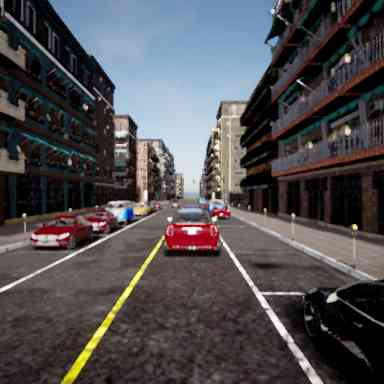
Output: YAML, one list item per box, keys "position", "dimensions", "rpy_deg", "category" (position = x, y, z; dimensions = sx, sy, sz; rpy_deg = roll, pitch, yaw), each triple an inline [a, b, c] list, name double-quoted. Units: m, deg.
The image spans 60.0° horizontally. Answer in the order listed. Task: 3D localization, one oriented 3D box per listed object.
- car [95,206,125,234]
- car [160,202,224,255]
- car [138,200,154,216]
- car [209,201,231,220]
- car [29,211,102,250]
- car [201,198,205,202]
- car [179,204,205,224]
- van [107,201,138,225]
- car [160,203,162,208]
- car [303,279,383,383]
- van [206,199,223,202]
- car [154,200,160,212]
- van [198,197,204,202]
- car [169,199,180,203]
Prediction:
- position: [-5.695, 1.787, 20.718]
  dimensions: [1.802, 1.307, 4.206]
  rpy_deg: [0, -1, 0]
  category: "car"
- position: [0.003, 1.487, 14.079]
  dimensions: [2.097, 1.767, 4.553]
  rpy_deg: [0, -1, 0]
  category: "car"
- position: [-5.695, 1.911, 37.532]
  dimensions: [1.752, 1.417, 4.829]
  rpy_deg: [0, -1, 0]
  category: "car"
- position: [2.685, 1.870, 32.015]
  dimensions: [1.887, 1.381, 4.507]
  rpy_deg: [0, -1, 0]
  category: "car"
- position: [-5.694, 1.729, 15.057]
  dimensions: [1.802, 1.307, 4.206]
  rpy_deg: [0, -1, 0]
  category: "car"
- position: [2.793, 2.166, 54.655]
  dimensions: [1.802, 1.307, 4.206]
  rpy_deg: [0, -1, 0]
  category: "car"
- position: [0.001, 1.840, 28.987]
  dimensions: [2.033, 1.411, 5.357]
  rpy_deg: [0, -1, 0]
  category: "car"
- position: [-5.696, 1.606, 26.382]
  dimensions: [1.690, 1.788, 3.998]
  rpy_deg: [0, -1, 0]
  category: "van"
- position: [-5.738, 1.979, 50.875]
  dimensions: [1.967, 1.590, 4.097]
  rpy_deg: [0, -1, 0]
  category: "car"
- position: [2.686, 1.602, 3.707]
  dimensions: [1.947, 1.339, 4.313]
  rpy_deg: [0, -1, 0]
  category: "car"
- position: [2.684, 1.729, 37.678]
  dimensions: [1.690, 1.788, 3.998]
  rpy_deg: [0, -1, 0]
  category: "van"
- position: [-5.695, 2.017, 43.363]
  dimensions: [1.947, 1.339, 4.313]
  rpy_deg: [0, -1, 0]
  category: "car"
- position: [2.811, 2.421, 92.556]
  dimensions: [1.690, 1.788, 3.998]
  rpy_deg: [-1, -1, 0]
  category: "van"
- position: [-3.003, 2.194, 61.365]
  dimensions: [1.812, 1.442, 4.674]
  rpy_deg: [0, -1, 0]
  category: "car"
